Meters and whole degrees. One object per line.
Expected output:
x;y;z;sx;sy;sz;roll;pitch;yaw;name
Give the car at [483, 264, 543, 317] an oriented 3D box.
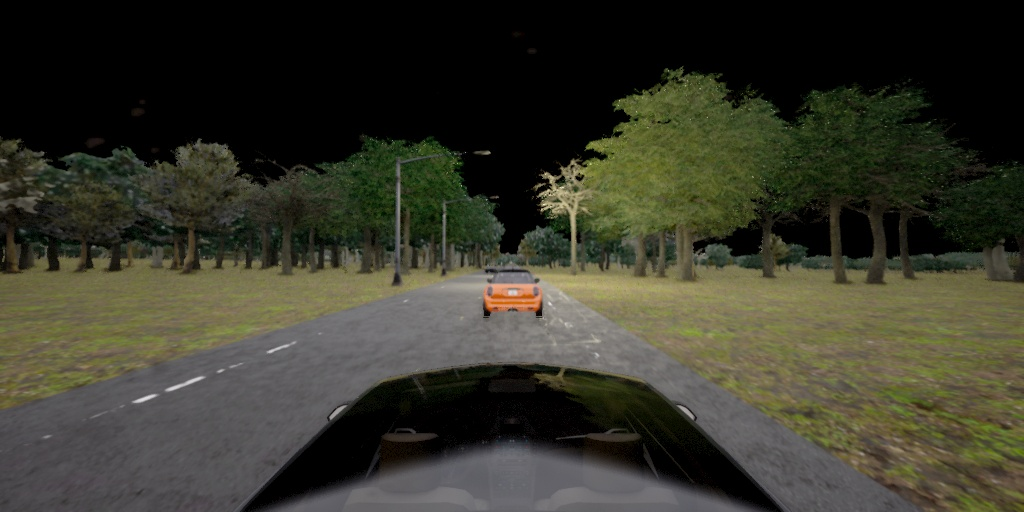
0.050;1.280;14.129;2.097;1.767;4.553;0;-1;1;car
